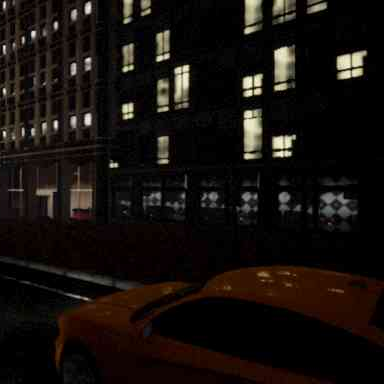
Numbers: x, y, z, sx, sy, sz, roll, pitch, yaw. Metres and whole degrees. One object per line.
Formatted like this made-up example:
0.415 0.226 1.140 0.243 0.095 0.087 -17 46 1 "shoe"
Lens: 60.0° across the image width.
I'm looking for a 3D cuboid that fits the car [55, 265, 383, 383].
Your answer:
0.690 1.492 3.193 5.008 1.535 1.882 -1 0 35 "car"
